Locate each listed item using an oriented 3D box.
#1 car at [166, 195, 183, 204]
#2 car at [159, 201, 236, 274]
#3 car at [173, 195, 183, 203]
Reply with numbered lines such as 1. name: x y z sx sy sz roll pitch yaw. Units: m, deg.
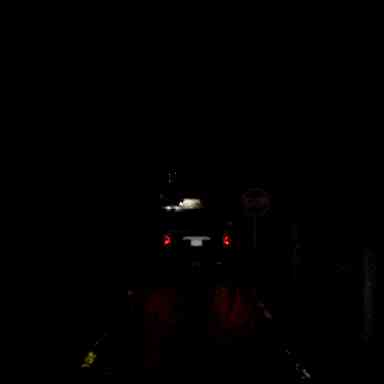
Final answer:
1. car: -2.787 1.475 50.640 2.033 1.411 5.357 0 0 0
2. car: 0.287 1.342 10.792 2.097 1.767 4.553 0 0 5
3. car: -2.713 1.416 66.137 1.812 1.442 4.674 0 0 1
